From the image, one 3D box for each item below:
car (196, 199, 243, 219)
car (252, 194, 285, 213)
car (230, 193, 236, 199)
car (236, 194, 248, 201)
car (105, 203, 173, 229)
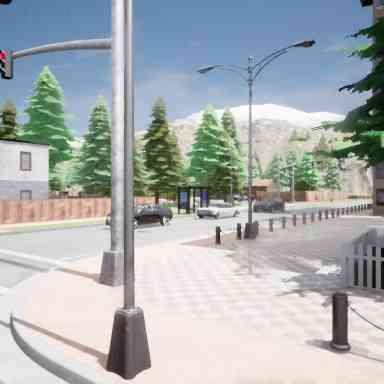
[{"bbox_3d":[2.353,1.586,28.654,1.895,1.301,4.718,0,0,37],"label":"car"},{"bbox_3d":[8.544,1.337,36.763,2.097,1.767,4.553,0,0,38],"label":"car"},{"bbox_3d":[10.671,1.146,79.154,1.905,1.878,3.866,0,0,36],"label":"car"},{"bbox_3d":[12.935,1.144,77.994,1.932,1.855,4.605,0,0,36],"label":"car"},{"bbox_3d":[-3.267,1.476,21.264,2.128,1.511,4.902,0,0,37],"label":"car"}]
